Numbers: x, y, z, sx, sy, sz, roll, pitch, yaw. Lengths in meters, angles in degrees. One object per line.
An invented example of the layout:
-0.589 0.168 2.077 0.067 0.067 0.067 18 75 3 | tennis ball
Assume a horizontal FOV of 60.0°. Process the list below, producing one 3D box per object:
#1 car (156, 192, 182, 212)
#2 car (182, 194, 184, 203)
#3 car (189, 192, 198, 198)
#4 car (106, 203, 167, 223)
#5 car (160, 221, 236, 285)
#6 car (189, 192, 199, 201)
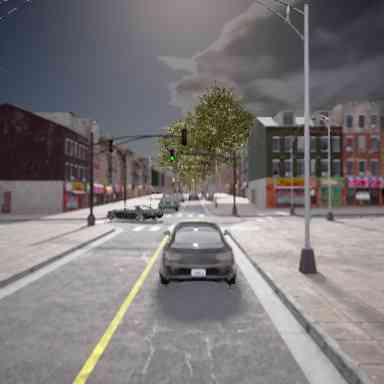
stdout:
-2.637 1.228 39.428 2.150 2.045 5.566 0 0 0 | car
-2.596 1.396 49.297 1.837 1.490 4.892 0 1 0 | car
0.398 0.778 80.380 1.994 1.385 4.181 0 1 0 | car
-4.720 1.740 27.076 4.718 1.301 1.895 -1 -1 31 | car
0.149 1.564 9.464 1.812 1.442 4.674 0 0 0 | car
0.349 0.895 70.307 2.097 1.767 4.553 0 1 0 | car
